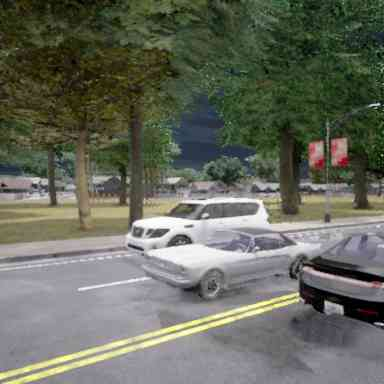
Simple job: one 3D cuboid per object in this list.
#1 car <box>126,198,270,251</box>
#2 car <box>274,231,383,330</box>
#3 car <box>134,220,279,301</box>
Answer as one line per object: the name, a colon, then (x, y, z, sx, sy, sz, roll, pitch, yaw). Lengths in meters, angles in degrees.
car: (0.459, 1.246, 11.999, 5.566, 2.045, 2.150, 0, 0, -36)
car: (4.085, 1.515, 6.356, 4.902, 1.511, 2.128, 0, 0, -35)
car: (1.153, 1.620, 8.502, 4.718, 1.301, 1.895, 0, 0, -36)
